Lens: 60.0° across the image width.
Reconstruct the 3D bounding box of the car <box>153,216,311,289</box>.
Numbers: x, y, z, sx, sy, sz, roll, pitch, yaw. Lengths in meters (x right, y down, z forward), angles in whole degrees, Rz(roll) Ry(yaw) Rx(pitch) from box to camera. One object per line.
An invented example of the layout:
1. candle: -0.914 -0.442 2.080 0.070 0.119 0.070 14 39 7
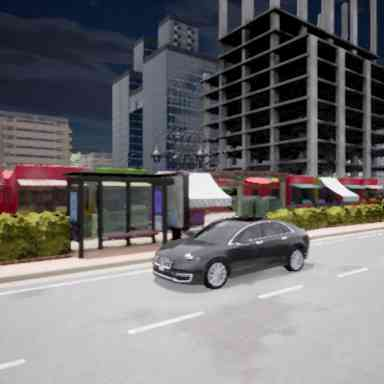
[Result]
1. car: 1.260 1.484 9.175 4.892 1.490 1.837 -1 1 -35
